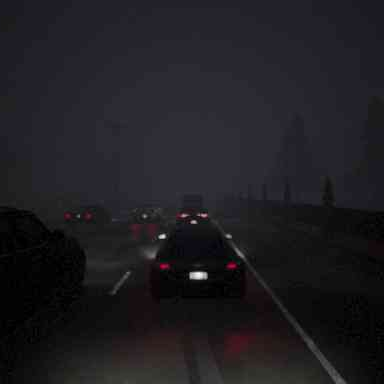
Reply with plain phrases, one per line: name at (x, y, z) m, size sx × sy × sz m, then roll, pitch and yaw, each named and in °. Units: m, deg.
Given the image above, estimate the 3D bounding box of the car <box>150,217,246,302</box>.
car at (0.102, 1.556, 8.329) m, size 1.994 × 1.385 × 4.181 m, roll 0°, pitch 0°, yaw -1°

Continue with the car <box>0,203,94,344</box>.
car at (-3.402, 1.217, 4.956) m, size 2.150 × 2.045 × 5.566 m, roll 0°, pitch 0°, yaw 0°

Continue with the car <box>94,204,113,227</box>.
car at (-6.909, 1.524, 22.747) m, size 2.033 × 1.411 × 5.357 m, roll 0°, pitch 0°, yaw 0°

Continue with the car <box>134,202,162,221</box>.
car at (-3.412, 1.498, 26.368) m, size 1.812 × 1.442 × 4.674 m, roll 0°, pitch 0°, yaw 0°

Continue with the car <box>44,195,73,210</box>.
car at (-17.652, 1.326, 44.267) m, size 2.097 × 1.767 × 4.553 m, roll 0°, pitch 0°, yaw -2°

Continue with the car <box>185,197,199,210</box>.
car at (-0.059, 1.411, 42.882) m, size 1.801 × 1.575 × 5.366 m, roll 0°, pitch 0°, yaw -1°

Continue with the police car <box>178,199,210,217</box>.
police car at (0.093, 1.487, 20.877) m, size 2.038 × 1.542 × 4.974 m, roll 0°, pitch 0°, yaw 0°

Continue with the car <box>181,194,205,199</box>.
car at (0.082, 1.192, 31.565) m, size 2.150 × 2.045 × 5.566 m, roll 0°, pitch 0°, yaw 0°
